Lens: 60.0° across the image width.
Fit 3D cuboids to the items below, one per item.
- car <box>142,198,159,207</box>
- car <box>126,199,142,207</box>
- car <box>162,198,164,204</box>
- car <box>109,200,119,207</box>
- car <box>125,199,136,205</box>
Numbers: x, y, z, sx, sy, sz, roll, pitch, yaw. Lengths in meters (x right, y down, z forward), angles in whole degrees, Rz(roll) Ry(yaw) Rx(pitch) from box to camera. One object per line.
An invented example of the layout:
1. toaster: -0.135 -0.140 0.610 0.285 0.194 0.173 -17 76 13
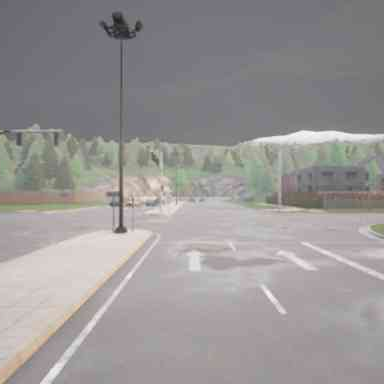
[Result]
1. car: -8.004 2.157 64.976 1.812 1.442 4.674 0 0 0
2. car: -11.503 2.109 64.922 1.882 1.535 5.008 0 0 0
3. car: -7.993 2.147 81.463 2.097 1.767 4.553 0 -1 0
4. car: -14.996 2.234 65.435 1.895 1.301 4.718 0 -1 0
5. car: -14.993 2.347 81.750 1.994 1.385 4.181 0 -1 0
